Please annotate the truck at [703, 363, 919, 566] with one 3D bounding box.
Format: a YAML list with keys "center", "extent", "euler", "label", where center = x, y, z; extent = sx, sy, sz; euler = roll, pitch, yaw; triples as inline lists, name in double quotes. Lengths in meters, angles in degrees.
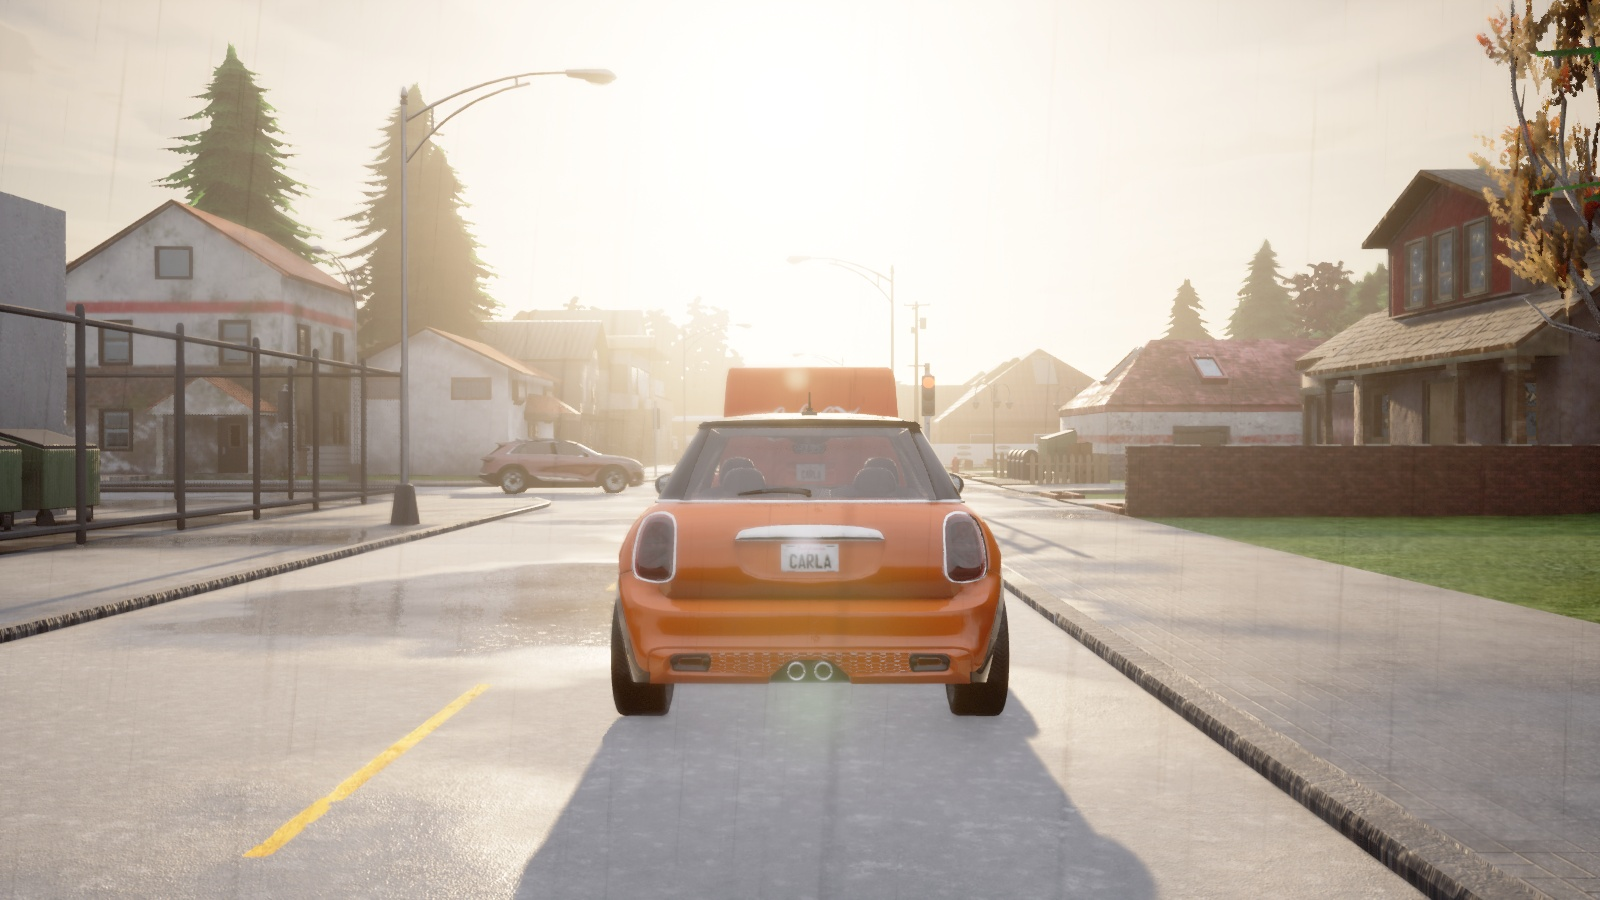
- center: [0.125, 0.159, 17.875]
  extent: [2.627, 2.467, 5.204]
  euler: [0, 0, 0]
  label: "truck"

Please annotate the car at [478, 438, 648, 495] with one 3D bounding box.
- center: [-7.030, 0.459, 37.572]
  extent: [4.856, 1.649, 2.033]
  euler: [0, 1, -8]
  label: "car"

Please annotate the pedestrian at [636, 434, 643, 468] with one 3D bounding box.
- center: [-8.897, 0.055, 69.713]
  extent: [0.331, 1.846, 0.634]
  euler: [0, 0, -2]
  label: "pedestrian"

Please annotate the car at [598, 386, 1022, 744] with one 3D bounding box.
- center: [0.062, 0.557, 8.482]
  extent: [2.097, 1.767, 4.553]
  euler: [0, 0, 0]
  label: "car"
